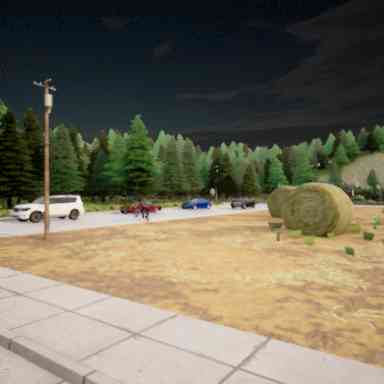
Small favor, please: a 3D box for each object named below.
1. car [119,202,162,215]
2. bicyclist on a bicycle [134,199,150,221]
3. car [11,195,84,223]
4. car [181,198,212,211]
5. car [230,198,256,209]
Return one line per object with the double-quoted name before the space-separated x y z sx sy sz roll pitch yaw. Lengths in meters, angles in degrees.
"car" -5.366 1.685 35.059 1.895 1.301 4.718 0 0 37
"bicyclist on a bicycle" -3.723 1.367 24.707 1.656 1.620 0.582 -1 0 37
"car" -11.443 1.306 26.858 2.150 2.045 5.566 0 0 37
"car" 0.629 1.561 43.128 1.882 1.535 5.008 0 0 36
"car" 7.118 1.567 45.809 2.128 1.511 4.902 0 0 37
